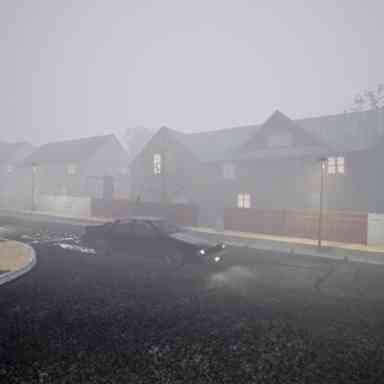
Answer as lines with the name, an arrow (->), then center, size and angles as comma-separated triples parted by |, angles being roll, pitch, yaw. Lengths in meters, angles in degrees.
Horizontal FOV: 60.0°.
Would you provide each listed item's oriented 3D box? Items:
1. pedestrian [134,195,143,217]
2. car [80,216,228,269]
pedestrian -> -3.216, 1.099, 19.527 | 0.375, 1.860, 0.375 | -1, -5, 32
car -> -1.491, 1.576, 11.529 | 5.357, 1.411, 2.033 | 2, 0, 31
